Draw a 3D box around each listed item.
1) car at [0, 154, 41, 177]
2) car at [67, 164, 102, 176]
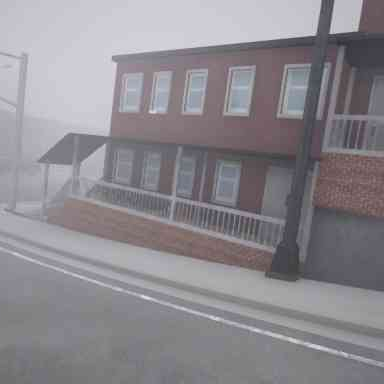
[{"bbox_3d":[-18.031,-2.756,33.395,2.150,2.045,5.566,11,7,36],"label":"car"},{"bbox_3d":[-14.310,-3.032,44.550,1.837,1.490,4.892,11,7,35],"label":"car"}]
